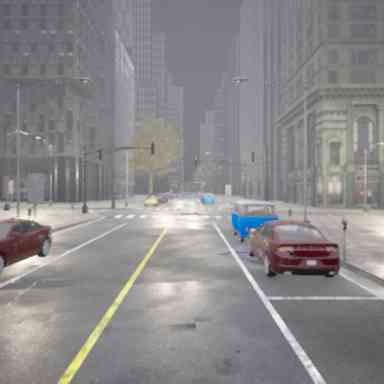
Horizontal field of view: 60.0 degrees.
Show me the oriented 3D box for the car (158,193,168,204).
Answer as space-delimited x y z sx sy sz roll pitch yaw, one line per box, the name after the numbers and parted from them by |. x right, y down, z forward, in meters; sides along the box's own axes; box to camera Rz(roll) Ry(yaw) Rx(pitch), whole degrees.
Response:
-5.769 1.318 58.641 1.887 1.381 4.507 0 0 0 | car

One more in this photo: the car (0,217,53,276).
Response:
-5.779 1.501 9.968 1.887 1.381 4.507 0 0 0 | car

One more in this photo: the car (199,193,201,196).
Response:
2.755 1.300 64.286 1.887 1.381 4.507 0 0 0 | car

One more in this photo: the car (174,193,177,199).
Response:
-5.774 1.242 90.374 1.947 1.339 4.313 0 0 0 | car

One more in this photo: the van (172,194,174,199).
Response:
-5.772 1.048 79.796 1.690 1.788 3.998 0 0 0 | van

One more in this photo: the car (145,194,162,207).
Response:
-5.774 1.336 47.891 1.752 1.417 4.829 0 0 0 | car

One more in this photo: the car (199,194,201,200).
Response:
2.755 1.339 58.873 1.947 1.339 4.313 0 0 0 | car

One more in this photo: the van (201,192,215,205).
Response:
2.757 1.132 53.459 1.690 1.788 3.998 0 0 0 | van

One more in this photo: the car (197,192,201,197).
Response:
2.753 1.272 75.113 2.008 1.369 4.403 0 0 0 | car

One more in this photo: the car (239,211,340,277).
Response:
2.776 1.502 9.951 1.887 1.381 4.507 0 0 0 | car

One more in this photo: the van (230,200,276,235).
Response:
2.777 1.275 15.475 1.690 1.788 3.998 0 0 0 | van

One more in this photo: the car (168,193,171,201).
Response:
-5.770 1.071 63.929 2.192 1.841 5.009 0 0 0 | car
